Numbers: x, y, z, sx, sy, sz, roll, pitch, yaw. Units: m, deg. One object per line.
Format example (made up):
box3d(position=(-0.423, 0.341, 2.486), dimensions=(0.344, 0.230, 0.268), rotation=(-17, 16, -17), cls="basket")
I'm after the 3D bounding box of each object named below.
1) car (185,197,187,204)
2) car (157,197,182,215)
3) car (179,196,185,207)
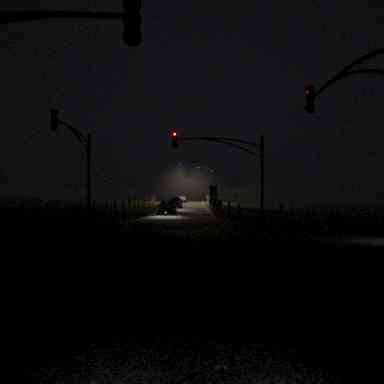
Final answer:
box3d(position=(-1.969, 1.559, 65.622), dimensions=(2.033, 1.411, 5.357), rotation=(0, 0, 2), cls="car")
box3d(position=(-2.465, 1.550, 34.216), dimensions=(2.033, 1.411, 5.357), rotation=(0, 0, 0), cls="car")
box3d(position=(-2.298, 1.511, 45.948), dimensions=(1.837, 1.490, 4.892), rotation=(0, 0, 1), cls="car")
